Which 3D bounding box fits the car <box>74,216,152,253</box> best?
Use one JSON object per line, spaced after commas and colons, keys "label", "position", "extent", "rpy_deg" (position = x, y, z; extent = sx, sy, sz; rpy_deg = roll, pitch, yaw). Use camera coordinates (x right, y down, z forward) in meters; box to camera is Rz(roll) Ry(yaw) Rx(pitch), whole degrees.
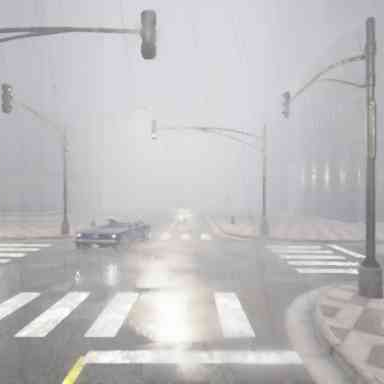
{"label": "car", "position": [-3.319, 1.789, 14.929], "extent": [1.895, 1.301, 4.718], "rpy_deg": [1, -1, 10]}

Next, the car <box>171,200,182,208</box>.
{"label": "car", "position": [-2.975, 2.365, 64.916], "extent": [1.812, 1.442, 4.674], "rpy_deg": [0, -1, 0]}
